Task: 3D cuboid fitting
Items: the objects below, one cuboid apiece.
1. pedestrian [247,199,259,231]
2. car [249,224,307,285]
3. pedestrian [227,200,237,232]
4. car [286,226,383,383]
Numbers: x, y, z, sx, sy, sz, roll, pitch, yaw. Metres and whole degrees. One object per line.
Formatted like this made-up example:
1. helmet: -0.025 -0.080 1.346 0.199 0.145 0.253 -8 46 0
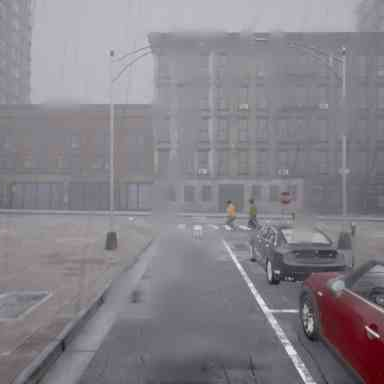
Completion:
1. pedestrian: 3.516 1.298 19.190 0.375 1.860 0.375 0 0 0
2. car: 2.693 1.553 9.274 2.008 1.369 4.403 0 0 0
3. pedestrian: 2.199 1.298 18.601 0.375 1.860 0.375 0 0 0
4. car: 2.664 1.441 3.771 1.967 1.590 4.097 0 0 0
